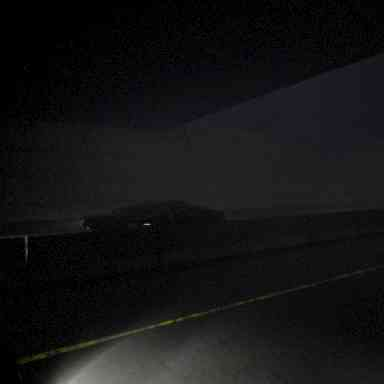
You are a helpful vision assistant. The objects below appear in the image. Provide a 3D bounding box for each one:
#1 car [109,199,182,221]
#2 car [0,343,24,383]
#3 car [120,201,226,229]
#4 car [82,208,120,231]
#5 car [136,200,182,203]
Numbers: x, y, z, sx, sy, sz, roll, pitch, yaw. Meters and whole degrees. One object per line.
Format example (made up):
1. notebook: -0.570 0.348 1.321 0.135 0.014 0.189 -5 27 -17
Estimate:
1. car: -3.651 1.387 26.651 5.357 1.411 2.033 -1 1 -33
2. car: -3.580 1.587 1.328 5.357 1.411 2.033 -1 1 -34
3. car: -0.609 1.374 16.088 4.902 1.511 2.128 -1 1 -33
4. car: -3.513 1.504 18.367 4.718 1.301 1.895 -1 1 -33
5. car: -1.709 1.341 23.739 4.892 1.490 1.837 -1 1 -33
